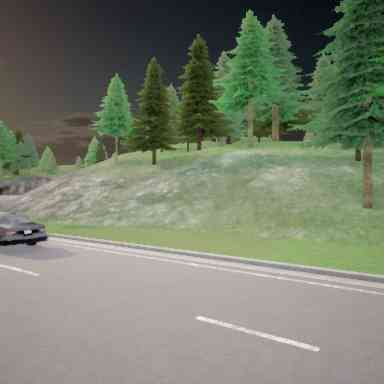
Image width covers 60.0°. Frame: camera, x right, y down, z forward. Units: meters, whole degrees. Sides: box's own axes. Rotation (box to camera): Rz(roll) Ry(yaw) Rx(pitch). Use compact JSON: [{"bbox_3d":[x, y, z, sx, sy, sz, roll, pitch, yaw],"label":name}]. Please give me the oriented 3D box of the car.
[{"bbox_3d":[-8.269,1.563,14.066,5.357,1.411,2.033,0,0,36],"label":"car"}]
